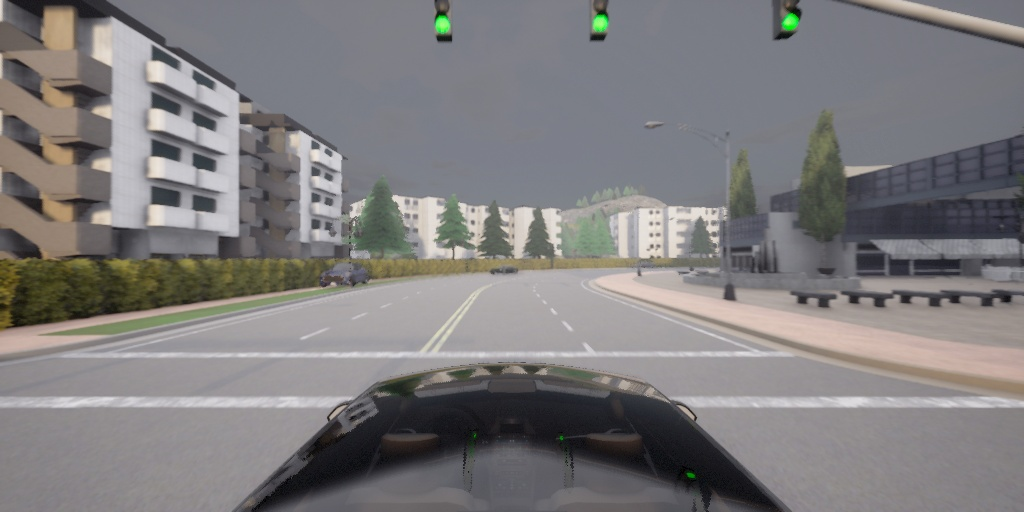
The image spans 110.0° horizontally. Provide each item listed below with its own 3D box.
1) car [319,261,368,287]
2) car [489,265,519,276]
[{"bbox_3d":[-11.940,1.244,25.738,2.097,1.767,4.553,0,0,-6],"label":"car"},{"bbox_3d":[-0.979,1.767,45.689,1.895,1.301,4.718,-1,-1,28],"label":"car"}]
